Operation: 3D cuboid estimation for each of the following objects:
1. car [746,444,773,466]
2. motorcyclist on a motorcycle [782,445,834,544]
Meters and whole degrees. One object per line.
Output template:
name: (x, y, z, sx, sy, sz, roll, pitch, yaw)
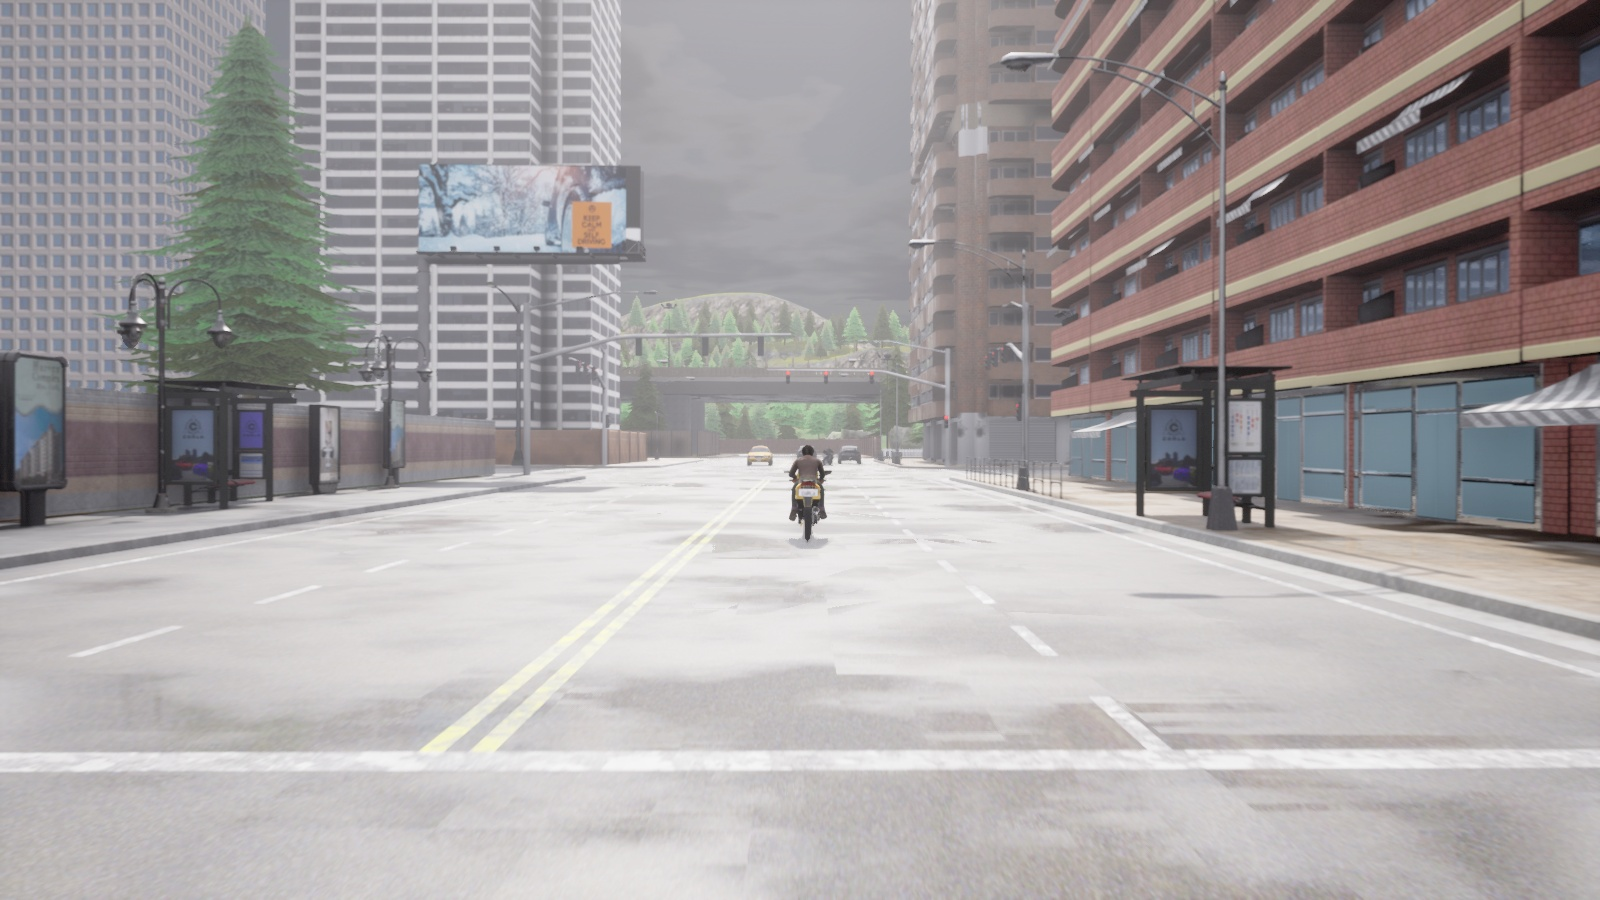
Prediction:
car: (-2.984, 0.343, 93.924, 1.801, 1.575, 5.366, 0, 0, 0)
motorcyclist on a motorcycle: (0.126, 0.678, 20.400, 0.797, 1.523, 2.044, 0, 0, 0)
